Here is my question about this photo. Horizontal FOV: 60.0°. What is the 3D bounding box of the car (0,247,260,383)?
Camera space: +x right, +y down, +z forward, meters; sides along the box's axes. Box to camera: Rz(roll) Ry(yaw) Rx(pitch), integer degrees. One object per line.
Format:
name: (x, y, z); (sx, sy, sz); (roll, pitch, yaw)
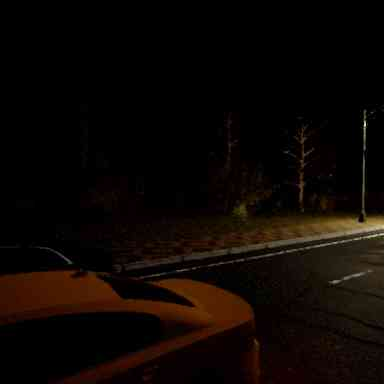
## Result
car: (-1.673, 1.479, 2.526); (5.008, 1.535, 1.882); (0, 0, -36)

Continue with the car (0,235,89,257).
car: (-3.559, 1.508, 5.173); (4.892, 1.490, 1.837); (-1, 0, -36)
